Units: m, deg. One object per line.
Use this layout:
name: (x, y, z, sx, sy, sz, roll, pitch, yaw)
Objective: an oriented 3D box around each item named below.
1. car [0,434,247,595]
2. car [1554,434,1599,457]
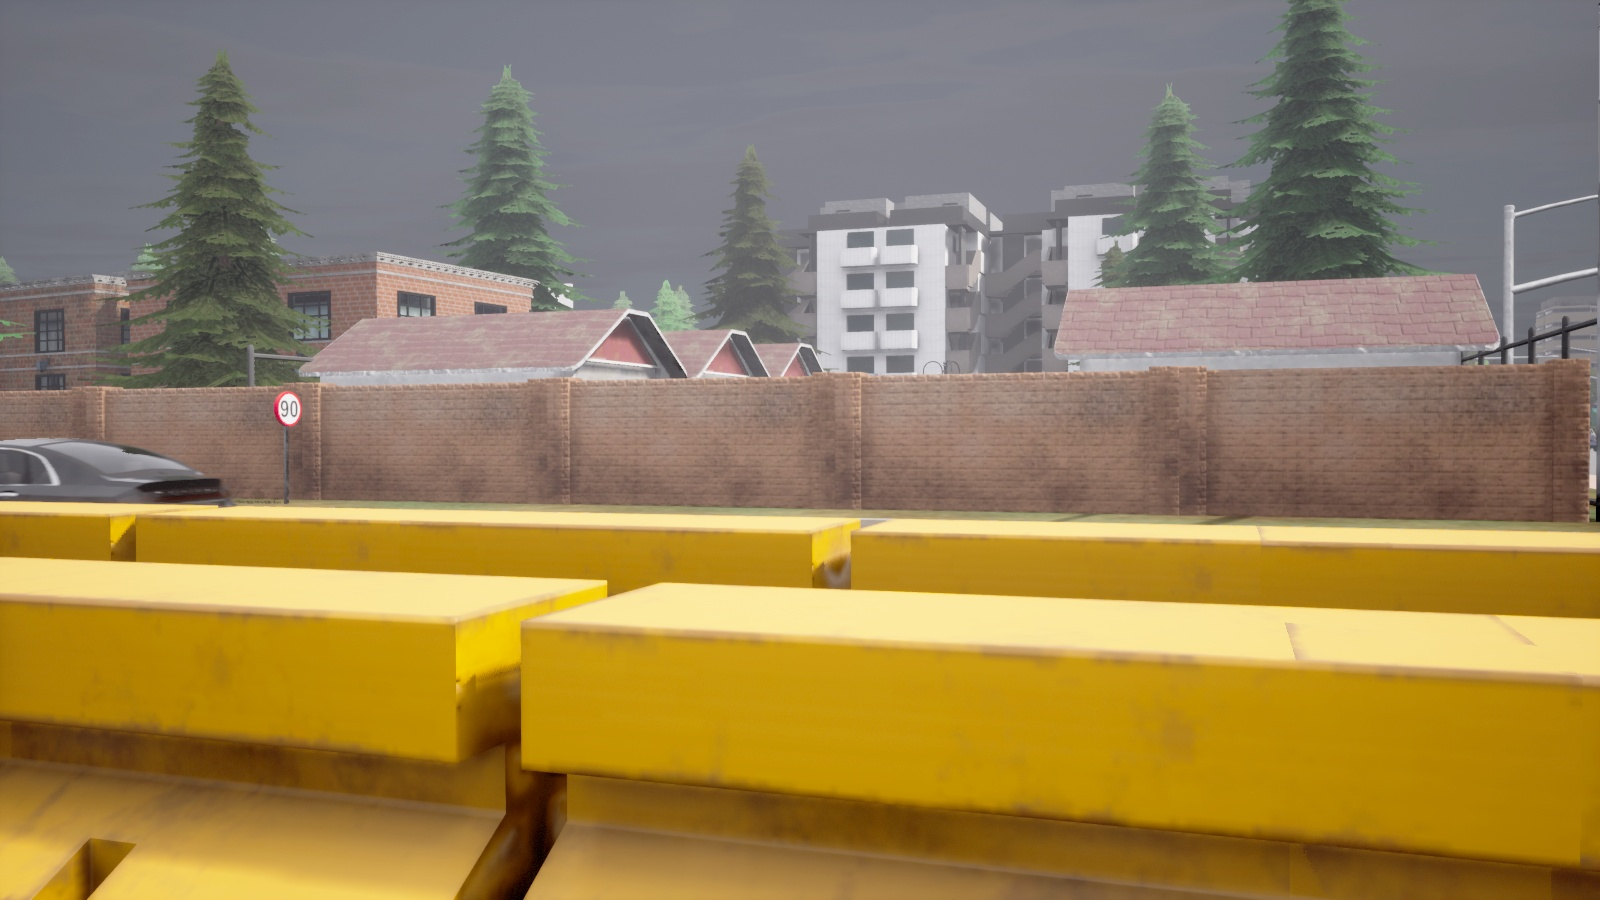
car: (-8.584, 0.584, 13.462, 4.892, 1.490, 1.837, 1, 1, 19)
car: (50.429, -0.323, 81.439, 1.970, 1.475, 3.806, 1, 1, 20)
